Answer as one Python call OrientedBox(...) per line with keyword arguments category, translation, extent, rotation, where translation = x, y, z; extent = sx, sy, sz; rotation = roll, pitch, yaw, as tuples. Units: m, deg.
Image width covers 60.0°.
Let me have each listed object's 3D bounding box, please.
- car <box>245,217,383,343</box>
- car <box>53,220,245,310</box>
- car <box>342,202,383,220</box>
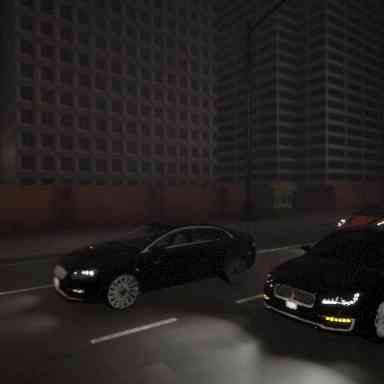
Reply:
OrientedBox(category="car", translation=(3.483, 1.455, 6.440), extent=(4.892, 1.490, 1.837), rotation=(0, 0, -35))
OrientedBox(category="car", translation=(-0.606, 1.461, 7.836), extent=(4.902, 1.511, 2.128), rotation=(0, 0, -35))
OrientedBox(category="car", translation=(8.056, 1.237, 13.924), extent=(4.553, 1.767, 2.097), rotation=(-1, 0, -35))
